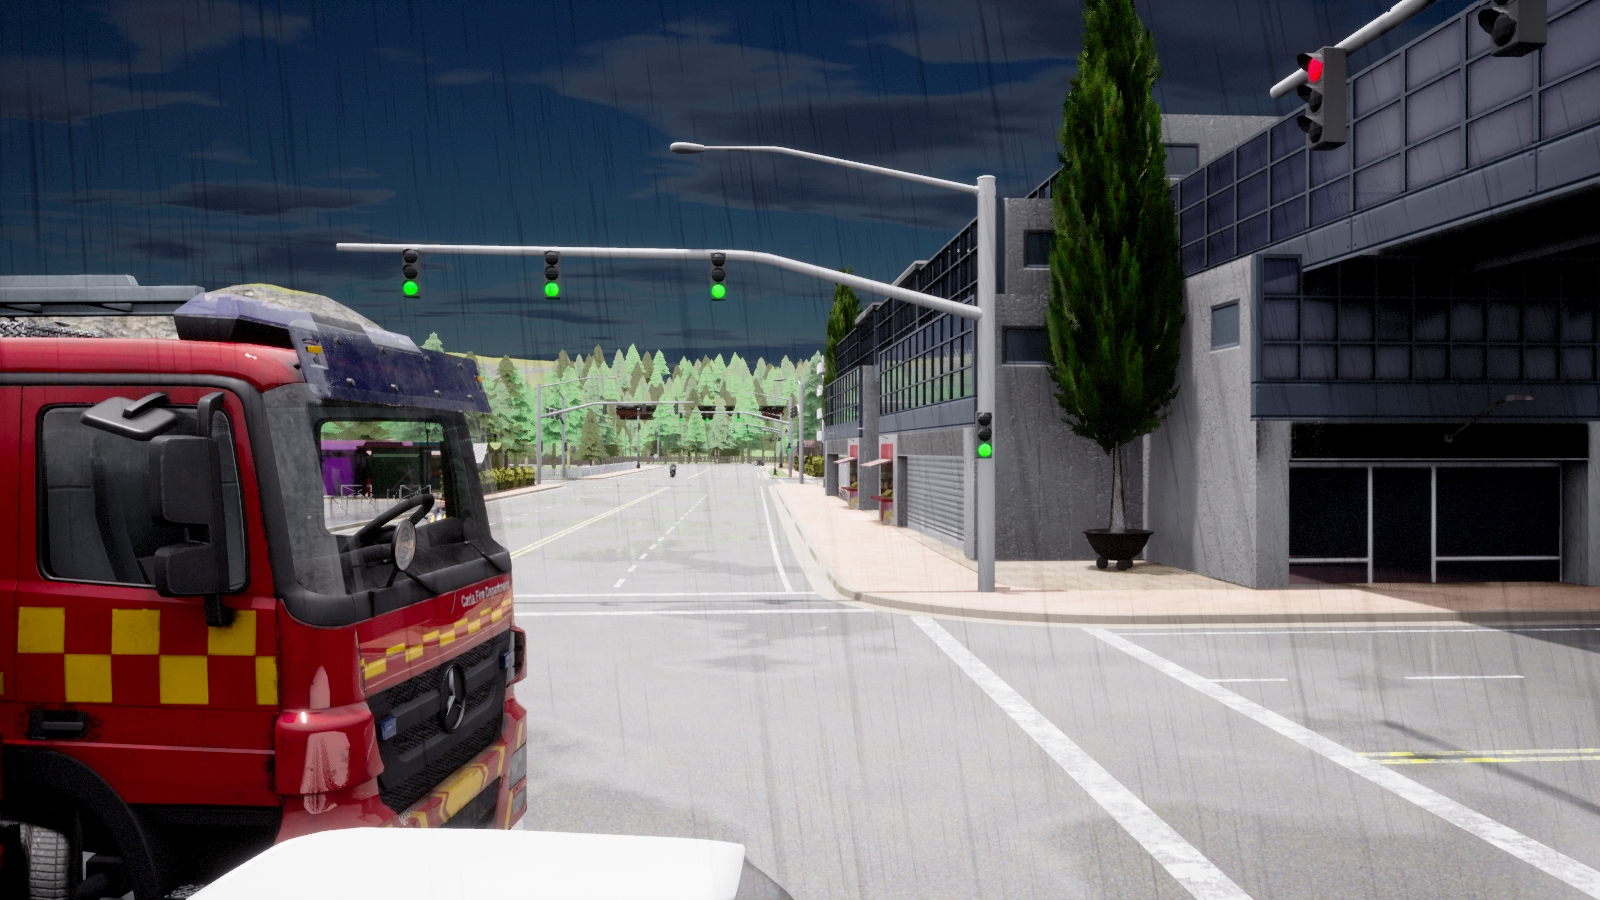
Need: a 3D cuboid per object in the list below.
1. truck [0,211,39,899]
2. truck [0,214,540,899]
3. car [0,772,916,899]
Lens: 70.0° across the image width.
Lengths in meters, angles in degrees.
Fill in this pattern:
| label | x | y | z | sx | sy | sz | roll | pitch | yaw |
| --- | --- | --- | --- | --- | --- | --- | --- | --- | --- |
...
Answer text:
| label | x | y | z | sx | sy | sz | roll | pitch | yaw |
| --- | --- | --- | --- | --- | --- | --- | --- | --- | --- |
| truck | -7.587 | 0.890 | 3.490 | 8.468 | 3.827 | 2.891 | 0 | 0 | -3 |
| truck | -6.102 | 0.890 | 6.659 | 8.468 | 3.827 | 2.891 | 0 | 0 | 4 |
| car | -1.549 | 2.065 | 3.579 | 3.806 | 1.475 | 1.970 | 0 | 0 | 5 |
